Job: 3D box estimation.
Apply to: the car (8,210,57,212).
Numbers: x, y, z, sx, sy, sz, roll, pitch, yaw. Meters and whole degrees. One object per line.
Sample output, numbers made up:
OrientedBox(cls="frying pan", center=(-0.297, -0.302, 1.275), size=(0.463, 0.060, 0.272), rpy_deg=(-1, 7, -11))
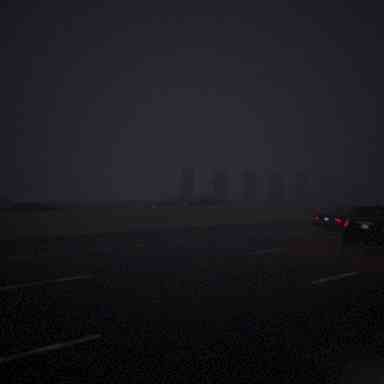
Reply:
OrientedBox(cls="car", center=(-9.426, 1.293, 18.655), size=(5.357, 1.411, 2.033), rpy_deg=(0, 1, -35))

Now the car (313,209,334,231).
OrientedBox(cls="car", center=(8.975, 1.428, 17.954), size=(5.357, 1.411, 2.033), rpy_deg=(0, 1, -29))

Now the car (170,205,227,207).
OrientedBox(cls="car", center=(0.836, 1.042, 29.348), size=(4.902, 1.511, 2.128), rpy_deg=(0, 1, -30))

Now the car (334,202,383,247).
OrientedBox(cls="car", center=(8.074, 1.275, 13.109), size=(4.553, 1.767, 2.097), rpy_deg=(0, 1, -31))
